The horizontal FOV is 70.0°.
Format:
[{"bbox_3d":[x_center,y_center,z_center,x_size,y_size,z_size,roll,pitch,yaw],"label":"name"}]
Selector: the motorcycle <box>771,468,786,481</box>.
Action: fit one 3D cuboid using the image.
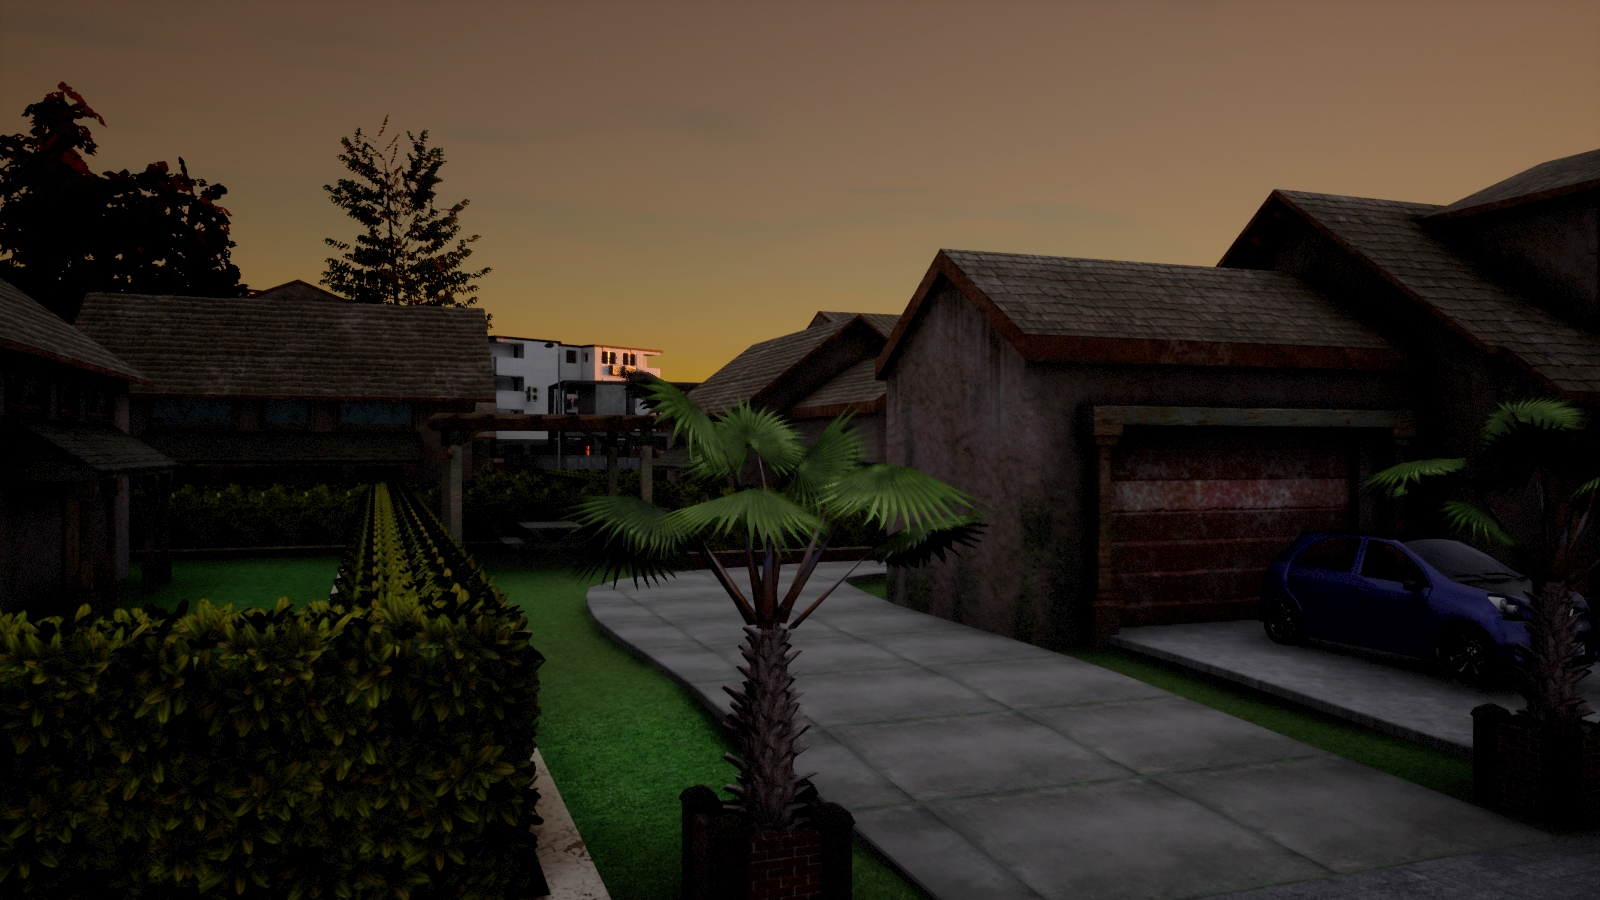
[{"bbox_3d":[-1.939,2.199,102.837,0.803,1.199,2.033,0,0,-20],"label":"motorcycle"}]
